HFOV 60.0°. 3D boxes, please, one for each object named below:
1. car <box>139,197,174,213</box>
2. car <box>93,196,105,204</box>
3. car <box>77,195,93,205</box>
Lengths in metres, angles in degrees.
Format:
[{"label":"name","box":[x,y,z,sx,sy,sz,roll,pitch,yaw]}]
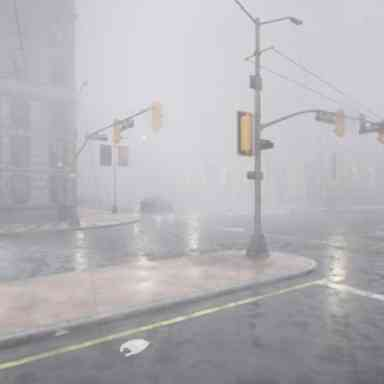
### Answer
[{"label":"car","box":[-3.877,1.315,36.075,2.097,1.767,4.553,0,0,-36]},{"label":"car","box":[-17.813,1.502,61.559,2.033,1.411,5.357,0,0,-35]},{"label":"car","box":[-19.419,1.314,57.720,2.097,1.767,4.553,0,0,-35]}]
